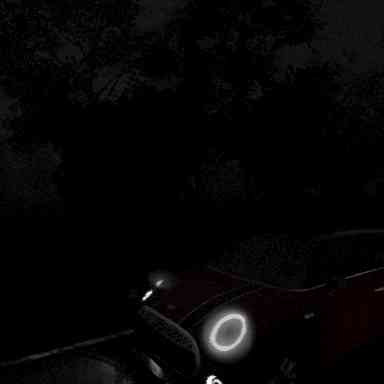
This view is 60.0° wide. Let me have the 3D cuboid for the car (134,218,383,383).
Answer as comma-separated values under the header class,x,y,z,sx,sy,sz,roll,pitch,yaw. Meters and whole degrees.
class,x,y,z,sx,sy,sz,roll,pitch,yaw
car,1.470,1.333,4.888,4.553,1.767,2.097,0,0,-34
